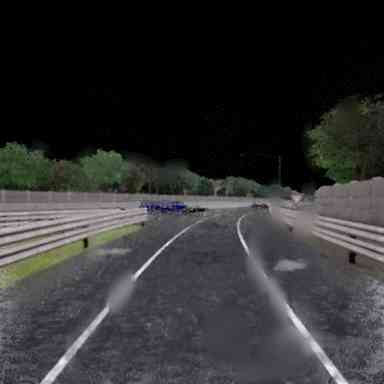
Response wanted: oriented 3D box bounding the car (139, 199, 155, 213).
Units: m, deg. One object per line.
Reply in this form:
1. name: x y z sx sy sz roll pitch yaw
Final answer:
1. car: -5.747 2.147 50.580 2.150 2.045 5.566 0 -2 27

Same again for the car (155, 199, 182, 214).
1. car: -2.629 2.123 48.986 2.150 2.045 5.566 0 -2 27

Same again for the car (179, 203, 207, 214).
1. car: 0.478 2.479 47.374 1.895 1.301 4.718 0 -2 27

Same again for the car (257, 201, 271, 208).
1. car: 18.374 3.293 82.357 1.837 1.490 4.892 0 -2 27
